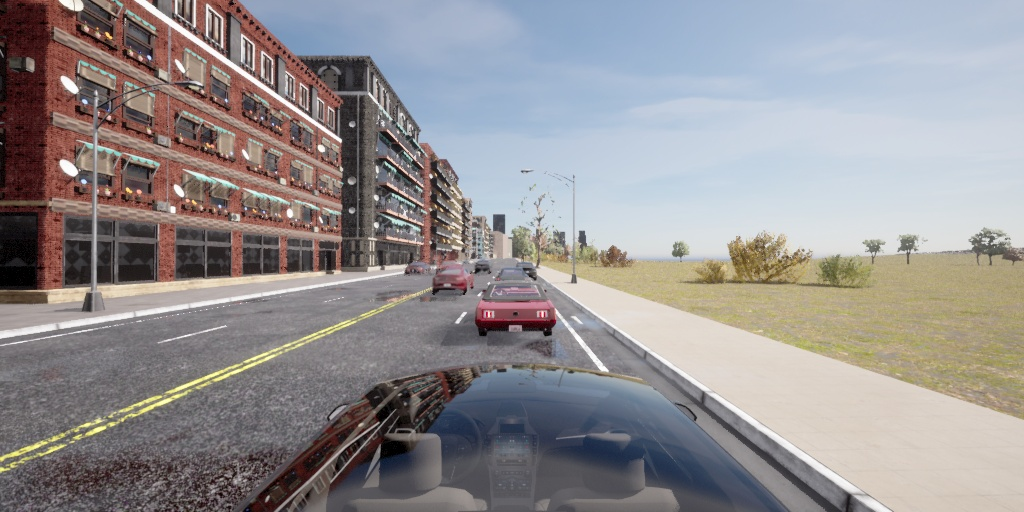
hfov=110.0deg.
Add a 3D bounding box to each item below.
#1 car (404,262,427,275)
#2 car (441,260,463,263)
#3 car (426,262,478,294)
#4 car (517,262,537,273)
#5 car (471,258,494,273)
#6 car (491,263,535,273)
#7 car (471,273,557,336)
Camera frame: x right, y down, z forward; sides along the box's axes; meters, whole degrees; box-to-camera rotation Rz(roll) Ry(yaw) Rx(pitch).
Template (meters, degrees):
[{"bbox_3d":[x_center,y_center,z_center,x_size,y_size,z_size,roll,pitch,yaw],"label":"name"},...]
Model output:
[{"bbox_3d":[-9.944,1.318,38.056,1.994,1.385,4.181,0,0,0],"label":"car"},{"bbox_3d":[-6.694,1.231,37.571,1.882,1.535,5.008,0,0,0],"label":"car"},{"bbox_3d":[-3.198,1.278,19.964,1.812,1.442,4.674,0,0,0],"label":"car"},{"bbox_3d":[1.064,1.259,30.359,1.837,1.490,4.892,0,0,0],"label":"car"},{"bbox_3d":[-3.252,1.259,41.323,1.837,1.490,4.892,0,0,0],"label":"car"},{"bbox_3d":[0.044,1.317,20.365,1.994,1.385,4.181,0,0,0],"label":"car"},{"bbox_3d":[0.079,1.352,10.335,1.895,1.301,4.718,0,0,0],"label":"car"}]
